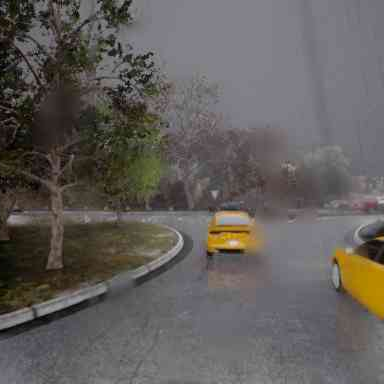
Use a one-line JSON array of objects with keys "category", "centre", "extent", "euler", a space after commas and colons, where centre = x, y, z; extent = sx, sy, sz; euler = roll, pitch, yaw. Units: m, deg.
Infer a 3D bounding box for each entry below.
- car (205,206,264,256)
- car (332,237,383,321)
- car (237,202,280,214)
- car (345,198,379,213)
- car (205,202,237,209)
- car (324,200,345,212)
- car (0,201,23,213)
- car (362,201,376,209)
[{"category": "car", "centre": [1.579, 1.539, 13.422], "extent": [1.882, 1.535, 5.008], "euler": [0, 0, 5]}, {"category": "car", "centre": [3.996, 1.492, 5.882], "extent": [1.882, 1.535, 5.008], "euler": [0, -1, 7]}, {"category": "car", "centre": [7.873, 1.831, 37.847], "extent": [4.674, 1.442, 1.812], "euler": [1, -1, -25]}, {"category": "car", "centre": [24.434, 1.859, 47.163], "extent": [5.566, 2.045, 2.150], "euler": [1, -1, -39]}, {"category": "car", "centre": [3.950, 1.887, 39.570], "extent": [4.718, 1.301, 1.895], "euler": [1, -1, -25]}, {"category": "car", "centre": [21.509, 1.988, 49.065], "extent": [4.553, 1.767, 2.097], "euler": [1, -1, -39]}, {"category": "car", "centre": [-22.017, 1.787, 39.140], "extent": [4.181, 1.385, 1.994], "euler": [0, 0, 25]}, {"category": "car", "centre": [32.383, 2.357, 60.797], "extent": [1.994, 1.385, 4.181], "euler": [0, 0, 32]}]
